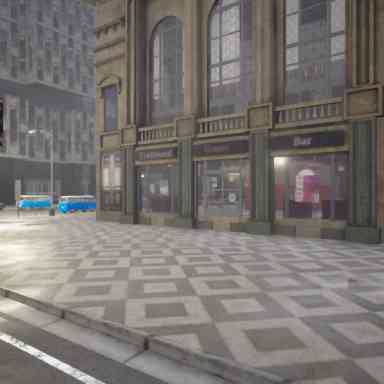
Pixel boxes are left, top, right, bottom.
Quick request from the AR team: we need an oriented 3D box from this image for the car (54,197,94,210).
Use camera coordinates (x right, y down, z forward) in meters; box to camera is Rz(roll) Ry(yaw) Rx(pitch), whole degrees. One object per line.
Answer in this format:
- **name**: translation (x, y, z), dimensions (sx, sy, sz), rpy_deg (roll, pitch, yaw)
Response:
- **car**: translation (-15.378, 1.466, 43.526), dimensions (1.752, 1.417, 4.829), rpy_deg (0, 0, 36)

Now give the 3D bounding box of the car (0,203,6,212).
- **car**: translation (-21.822, 1.513, 34.529), dimensions (2.008, 1.369, 4.403), rpy_deg (0, 0, 36)

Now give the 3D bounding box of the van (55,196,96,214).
- **van**: translation (-11.619, 1.282, 34.134), dimensions (1.690, 1.788, 3.998), rpy_deg (0, 0, 36)

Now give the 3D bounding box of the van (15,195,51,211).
- **van**: translation (-18.550, 1.292, 39.097), dimensions (1.690, 1.788, 3.998), rpy_deg (0, 0, 36)
